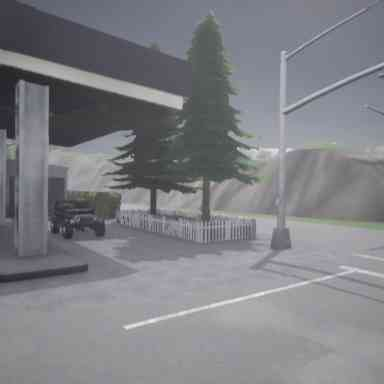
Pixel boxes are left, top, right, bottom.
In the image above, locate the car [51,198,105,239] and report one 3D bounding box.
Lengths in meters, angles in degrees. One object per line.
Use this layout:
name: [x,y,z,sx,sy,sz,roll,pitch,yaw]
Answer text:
car: [-5.995,1.279,17.206,1.905,1.878,3.866,1,0,-36]
